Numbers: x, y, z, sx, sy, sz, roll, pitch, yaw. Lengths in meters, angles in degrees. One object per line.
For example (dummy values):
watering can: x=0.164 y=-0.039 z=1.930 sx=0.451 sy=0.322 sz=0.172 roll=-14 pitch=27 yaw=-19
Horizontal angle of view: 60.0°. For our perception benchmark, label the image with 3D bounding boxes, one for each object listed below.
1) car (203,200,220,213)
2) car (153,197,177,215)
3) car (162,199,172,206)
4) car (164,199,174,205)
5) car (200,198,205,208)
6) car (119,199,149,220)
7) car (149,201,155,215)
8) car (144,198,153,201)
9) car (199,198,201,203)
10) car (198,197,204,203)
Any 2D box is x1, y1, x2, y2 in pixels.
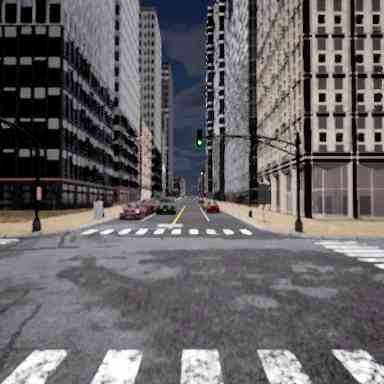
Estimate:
car: x=2.722 y=2.028 z=43.034 sx=1.802 sy=1.307 sz=4.206 roll=1 pitch=-1 yaw=0
car: x=-2.983 y=1.652 z=39.722 sx=2.150 sy=2.045 sz=5.566 roll=0 pitch=0 yaw=0
car: x=-5.643 y=2.344 z=76.426 sx=2.008 sy=1.369 sz=4.403 roll=1 pitch=-1 yaw=0
car: x=-5.641 y=2.396 z=82.000 sx=1.887 sy=1.381 sz=4.507 roll=1 pitch=-1 yaw=0
car: x=2.728 y=2.089 z=54.360 sx=1.752 sy=1.417 sz=4.829 roll=1 pitch=-1 yaw=0
car: x=-5.660 y=1.771 z=31.828 sx=1.967 sy=1.590 sz=4.097 roll=1 pitch=-1 yaw=0
car: x=-5.661 y=1.970 z=37.401 sx=1.802 sy=1.307 sz=4.206 roll=1 pitch=-1 yaw=0
car: x=-5.653 y=1.761 z=42.979 sx=2.192 sy=1.841 sz=5.009 roll=1 pitch=-1 yaw=0
car: x=2.730 y=2.186 z=59.767 sx=1.947 sy=1.339 sz=4.313 roll=1 pitch=-1 yaw=0
car: x=2.744 y=2.512 z=93.228 sx=1.887 sy=1.381 sz=4.507 roll=1 pitch=-1 yaw=0
